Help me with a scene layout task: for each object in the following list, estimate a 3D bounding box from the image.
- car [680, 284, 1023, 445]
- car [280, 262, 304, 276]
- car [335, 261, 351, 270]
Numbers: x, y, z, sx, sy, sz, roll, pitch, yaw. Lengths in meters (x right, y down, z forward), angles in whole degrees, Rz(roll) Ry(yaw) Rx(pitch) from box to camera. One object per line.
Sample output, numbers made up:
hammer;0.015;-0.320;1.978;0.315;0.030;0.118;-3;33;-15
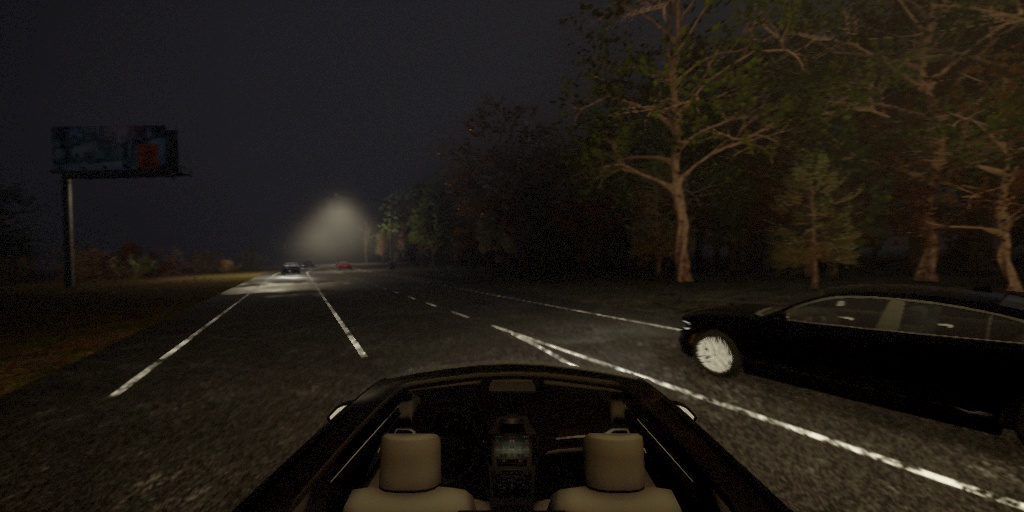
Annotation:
car;4.753;1.102;4.657;1.882;1.535;5.008;-2;1;-32
car;-26.738;1.526;43.409;2.128;1.511;4.902;-2;1;-30
car;-27.487;1.488;58.334;1.994;1.385;4.181;-2;1;-31
